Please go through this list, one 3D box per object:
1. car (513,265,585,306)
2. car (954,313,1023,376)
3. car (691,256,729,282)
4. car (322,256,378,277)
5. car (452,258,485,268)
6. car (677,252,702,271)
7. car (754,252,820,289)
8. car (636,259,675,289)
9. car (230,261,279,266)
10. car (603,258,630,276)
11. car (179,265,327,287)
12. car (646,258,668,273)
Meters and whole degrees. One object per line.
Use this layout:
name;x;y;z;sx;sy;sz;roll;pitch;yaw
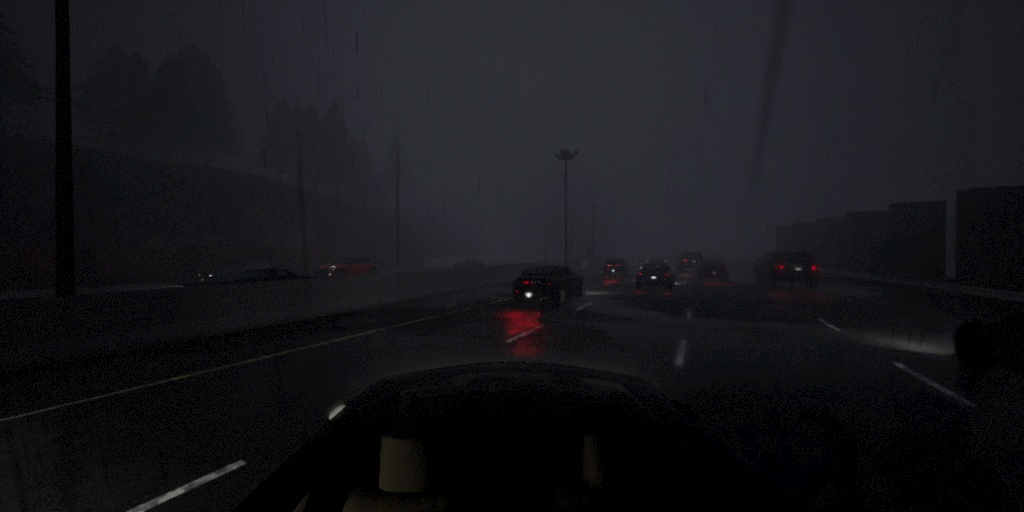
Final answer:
car;1.701;1.110;15.124;1.837;1.490;4.892;1;1;27
car;7.975;1.255;4.432;1.812;1.442;4.674;0;1;28
car;14.534;0.975;26.307;1.882;1.535;5.008;0;1;23
car;-12.306;0.812;26.779;2.097;1.767;4.553;0;1;26
car;-4.340;0.932;36.068;1.994;1.385;4.181;0;1;22
car;19.187;0.590;38.688;2.150;2.045;5.566;0;1;19
car;16.355;0.773;21.565;2.150;2.045;5.566;0;1;24
car;8.493;1.111;21.168;1.994;1.385;4.181;0;1;25
car;-17.515;1.031;24.069;2.033;1.411;5.357;0;1;27
car;9.296;0.934;31.960;1.837;1.490;4.892;0;1;22
car;-10.540;1.195;14.765;1.895;1.301;4.718;0;1;28
car;14.935;0.943;37.103;1.994;1.385;4.181;0;1;20
